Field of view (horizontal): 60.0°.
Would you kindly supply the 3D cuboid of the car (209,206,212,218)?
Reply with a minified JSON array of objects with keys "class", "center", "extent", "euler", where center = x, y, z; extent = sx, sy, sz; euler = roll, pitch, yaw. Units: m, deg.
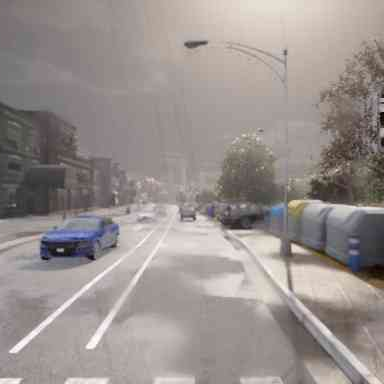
[{"class":"car","center":[4.798,2.349,32.528],"extent":[5.366,1.575,1.946],"euler":[2,-2,-22]}]

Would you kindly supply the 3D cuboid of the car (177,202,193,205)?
[{"class":"car","center":[-1.517,3.384,67.724],"extent":[2.097,1.767,4.553],"euler":[0,-2,-3]}]

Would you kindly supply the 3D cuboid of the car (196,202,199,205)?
[{"class":"car","center":[3.873,3.313,65.174],"extent":[4.553,1.767,2.185],"euler":[1,-2,-23]}]

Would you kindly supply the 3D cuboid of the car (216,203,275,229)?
[{"class":"car","center":[5.169,1.894,26.724],"extent":[5.566,2.045,2.435],"euler":[2,-3,-22]}]

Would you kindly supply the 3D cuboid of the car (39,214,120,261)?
[{"class":"car","center":[-4.210,1.675,13.233],"extent":[1.882,1.535,5.008],"euler":[0,-2,1]}]

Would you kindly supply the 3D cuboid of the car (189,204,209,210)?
[{"class":"car","center":[1.926,4.252,94.703],"extent":[5.366,1.575,1.946],"euler":[1,-2,-25]}]

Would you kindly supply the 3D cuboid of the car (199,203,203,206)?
[{"class":"car","center":[4.391,3.165,56.345],"extent":[5.366,1.575,1.946],"euler":[2,-2,-22]}]

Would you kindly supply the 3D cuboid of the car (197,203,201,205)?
[{"class":"car","center":[4.024,3.350,62.212],"extent":[4.892,1.521,2.231],"euler":[1,-2,-22]}]

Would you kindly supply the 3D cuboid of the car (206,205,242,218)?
[{"class":"car","center":[4.525,2.748,47.410],"extent":[4.553,1.767,2.185],"euler":[2,-2,-22]}]

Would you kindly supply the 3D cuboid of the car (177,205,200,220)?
[{"class":"car","center":[-0.511,2.669,41.189],"extent":[2.128,1.511,4.902],"euler":[0,-2,-2]}]

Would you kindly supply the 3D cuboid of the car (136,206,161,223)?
[{"class":"car","center":[-4.663,2.493,35.163],"extent":[1.812,1.442,4.674],"euler":[0,-2,-2]}]

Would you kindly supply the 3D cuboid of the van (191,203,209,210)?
[{"class":"van","center":[2.226,3.952,91.776],"extent":[4.442,1.987,1.878],"euler":[1,-1,-25]}]

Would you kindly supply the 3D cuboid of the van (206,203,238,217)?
[{"class":"van","center":[4.509,2.748,50.412],"extent":[4.442,1.987,1.878],"euler":[2,-2,-22]}]

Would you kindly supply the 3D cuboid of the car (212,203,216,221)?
[{"class":"car","center":[5.031,1.999,29.647],"extent":[5.566,2.045,2.435],"euler":[2,-2,-22]}]

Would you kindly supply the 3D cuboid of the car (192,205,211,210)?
[{"class":"car","center":[2.548,4.142,88.860],"extent":[4.674,1.452,2.002],"euler":[1,-2,-24]}]

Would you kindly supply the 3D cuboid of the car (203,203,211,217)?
[{"class":"car","center":[4.712,2.420,41.502],"extent":[5.566,2.045,2.435],"euler":[2,-2,-22]}]

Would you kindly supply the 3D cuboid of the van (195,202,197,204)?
[{"class":"van","center":[3.592,3.477,74.138],"extent":[4.442,1.987,1.878],"euler":[1,-2,-23]}]

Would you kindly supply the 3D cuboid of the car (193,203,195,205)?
[{"class":"car","center":[3.314,3.783,77.047],"extent":[5.008,1.535,2.097],"euler":[1,-2,-23]}]

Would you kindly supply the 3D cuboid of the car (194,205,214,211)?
[{"class":"car","center":[2.950,3.986,82.973],"extent":[4.674,1.452,2.002],"euler":[1,-2,-24]}]

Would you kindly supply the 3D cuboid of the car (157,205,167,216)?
[{"class":"car","center":[-5.216,2.947,53.645],"extent":[2.097,1.767,4.553],"euler":[0,-2,-1]}]

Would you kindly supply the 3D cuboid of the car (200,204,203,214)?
[{"class":"car","center":[4.336,3.098,53.327],"extent":[4.792,1.488,2.163],"euler":[2,-2,-22]}]
